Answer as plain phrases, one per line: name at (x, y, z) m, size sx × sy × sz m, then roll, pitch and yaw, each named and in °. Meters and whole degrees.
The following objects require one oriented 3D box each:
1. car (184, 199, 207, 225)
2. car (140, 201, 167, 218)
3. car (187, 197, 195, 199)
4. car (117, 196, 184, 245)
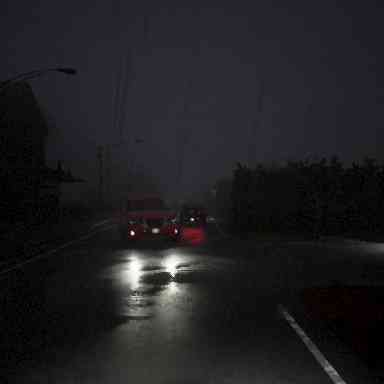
car at (0.014, 1.501, 23.674) m, size 1.837 × 1.490 × 4.892 m, roll 0°, pitch 0°, yaw 0°
car at (-3.619, 1.608, 32.334) m, size 2.033 × 1.411 × 5.357 m, roll 0°, pitch 0°, yaw 0°
car at (-0.148, 1.591, 65.995) m, size 1.895 × 1.301 × 4.718 m, roll 0°, pitch 0°, yaw 0°
car at (-2.341, 1.220, 16.095) m, size 2.150 × 2.045 × 5.566 m, roll 0°, pitch 0°, yaw -18°
